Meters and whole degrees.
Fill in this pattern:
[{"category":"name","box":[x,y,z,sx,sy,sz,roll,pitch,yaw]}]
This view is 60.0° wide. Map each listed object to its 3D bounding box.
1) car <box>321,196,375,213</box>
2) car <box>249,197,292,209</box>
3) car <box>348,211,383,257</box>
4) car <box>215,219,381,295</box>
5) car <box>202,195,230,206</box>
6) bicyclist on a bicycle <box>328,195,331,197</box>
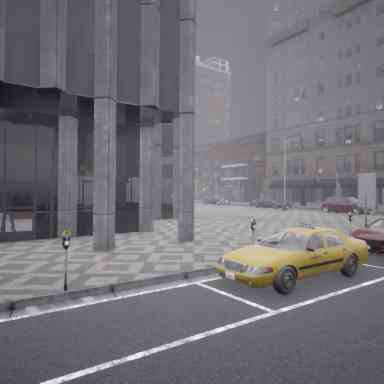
[{"category":"car","box":[14.578,1.198,31.177,2.097,1.767,4.553,1,0,-35]},{"category":"car","box":[9.065,1.307,38.992,2.033,1.411,5.357,1,0,-36]},{"category":"car","box":[7.520,1.547,12.121,4.507,1.381,1.887,0,1,-36]},{"category":"car","box":[2.803,1.527,8.755,4.829,1.417,1.752,0,1,-36]},{"category":"car","box":[3.391,1.161,47.060,2.128,1.511,4.902,1,0,-35]},{"category":"bicyclist on a bicycle","box":[16.343,1.158,39.501,1.656,1.620,0.582,0,0,-35]}]
